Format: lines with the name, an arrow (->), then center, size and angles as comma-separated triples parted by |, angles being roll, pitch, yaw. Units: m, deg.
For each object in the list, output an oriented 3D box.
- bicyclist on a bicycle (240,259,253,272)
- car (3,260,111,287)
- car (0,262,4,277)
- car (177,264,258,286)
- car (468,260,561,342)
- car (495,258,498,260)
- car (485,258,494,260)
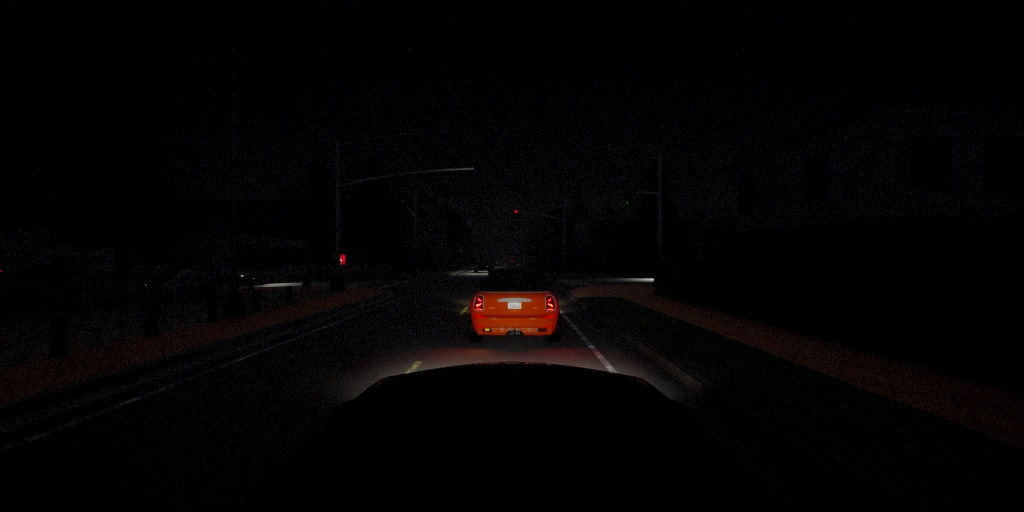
bicyclist on a bicycle -> -23.569, 1.066, 31.794 | 0.582, 1.620, 1.656 | 0, 0, -2
car -> -30.185, 1.243, 24.122 | 5.008, 1.535, 1.882 | 0, 0, -1
car -> -41.941, 1.329, 27.452 | 4.181, 1.385, 1.994 | 0, 0, -2
car -> -20.004, 1.291, 24.435 | 4.674, 1.442, 1.812 | 0, 0, -2
car -> 0.069, 1.102, 9.944 | 2.097, 1.767, 4.553 | 0, 0, 0
car -> -3.610, 1.241, 55.089 | 2.128, 1.511, 4.902 | 0, 0, 0
car -> -3.614, 1.227, 44.784 | 1.882, 1.535, 5.008 | 0, 0, 0
